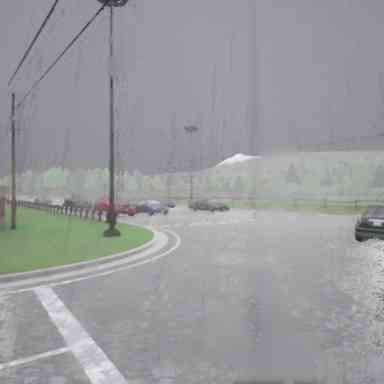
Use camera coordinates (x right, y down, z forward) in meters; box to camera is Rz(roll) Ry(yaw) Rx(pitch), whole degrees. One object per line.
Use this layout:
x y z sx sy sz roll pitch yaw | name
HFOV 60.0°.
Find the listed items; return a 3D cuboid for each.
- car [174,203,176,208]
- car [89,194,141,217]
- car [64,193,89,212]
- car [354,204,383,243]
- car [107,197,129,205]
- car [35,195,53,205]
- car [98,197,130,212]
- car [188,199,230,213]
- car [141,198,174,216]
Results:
-3.910 1.468 43.939 1.994 1.385 4.181 0 0 -36 | car
-7.143 1.170 30.453 2.150 2.045 5.566 0 0 -36 | car
-13.454 1.170 39.221 2.150 2.045 5.566 0 0 -36 | car
9.141 1.286 14.526 4.553 1.767 2.097 0 0 -35 | car
-12.416 1.505 55.802 1.895 1.301 4.718 0 0 -35 | car
-24.164 1.298 54.168 2.097 1.767 4.553 0 0 -35 | car
-9.335 1.411 39.495 1.882 1.535 5.008 0 0 -36 | car
1.722 1.453 36.122 2.033 1.411 5.357 0 0 -36 | car
-3.993 1.460 32.076 1.812 1.442 4.674 0 0 -36 | car
